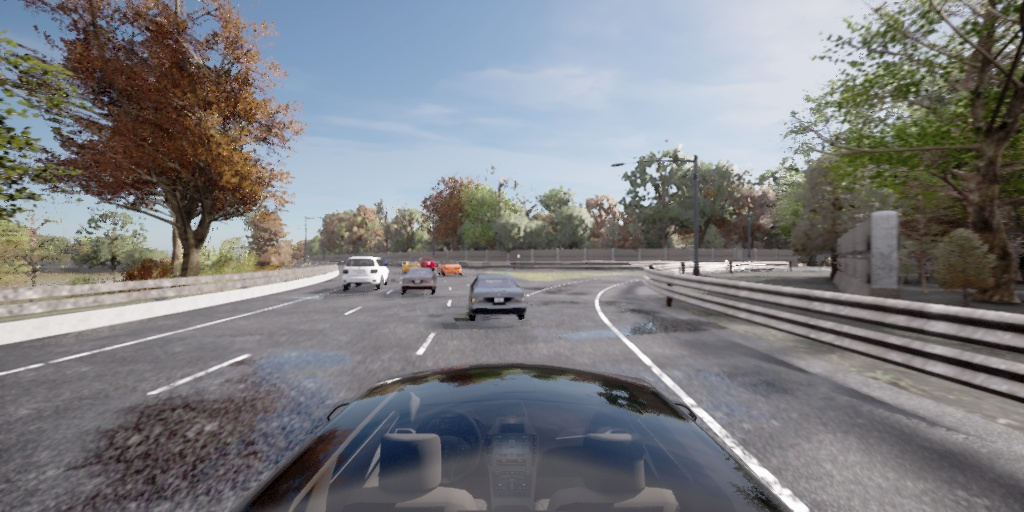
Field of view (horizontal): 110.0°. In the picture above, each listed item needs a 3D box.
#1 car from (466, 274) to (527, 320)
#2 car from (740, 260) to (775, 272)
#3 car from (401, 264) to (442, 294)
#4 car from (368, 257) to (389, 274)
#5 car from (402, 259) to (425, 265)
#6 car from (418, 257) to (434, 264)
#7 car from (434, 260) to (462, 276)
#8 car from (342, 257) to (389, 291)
[{"bbox_3d":[-0.642,1.337,12.936,2.033,1.411,5.357,0,0,-6],"label":"car"},{"bbox_3d":[32.340,1.263,47.253,4.902,1.511,2.128,0,0,-20],"label":"car"},{"bbox_3d":[-5.366,1.384,21.074,2.033,1.411,5.357,0,0,-11],"label":"car"},{"bbox_3d":[-17.875,1.197,47.728,2.150,2.045,5.566,0,0,-25],"label":"car"},{"bbox_3d":[-12.596,1.422,44.702,1.882,1.535,5.008,0,0,-23],"label":"car"},{"bbox_3d":[-13.201,1.198,53.843,2.150,2.045,5.566,0,0,-28],"label":"car"},{"bbox_3d":[-6.918,1.255,39.392,2.097,1.767,4.553,0,0,-19],"label":"car"},{"bbox_3d":[-9.445,1.082,23.440,2.150,2.045,5.566,0,0,-12],"label":"car"}]
